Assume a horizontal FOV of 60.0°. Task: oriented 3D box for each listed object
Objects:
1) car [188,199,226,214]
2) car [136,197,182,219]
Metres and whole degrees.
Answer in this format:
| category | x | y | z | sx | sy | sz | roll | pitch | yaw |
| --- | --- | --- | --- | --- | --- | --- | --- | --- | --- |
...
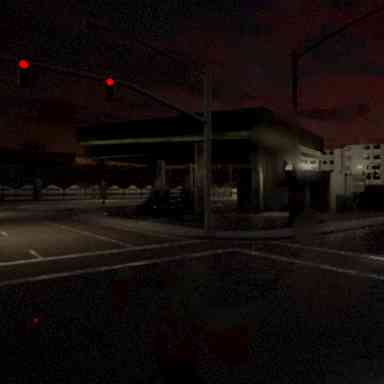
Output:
| category | x | y | z | sx | sy | sz | roll | pitch | yaw |
| --- | --- | --- | --- | --- | --- | --- | --- | --- | --- |
| car | 1.363 | 1.349 | 31.330 | 1.970 | 1.475 | 3.806 | 0 | 0 | -36 |
| car | -2.777 | 1.225 | 27.273 | 2.242 | 1.667 | 4.611 | 0 | 0 | -36 |
